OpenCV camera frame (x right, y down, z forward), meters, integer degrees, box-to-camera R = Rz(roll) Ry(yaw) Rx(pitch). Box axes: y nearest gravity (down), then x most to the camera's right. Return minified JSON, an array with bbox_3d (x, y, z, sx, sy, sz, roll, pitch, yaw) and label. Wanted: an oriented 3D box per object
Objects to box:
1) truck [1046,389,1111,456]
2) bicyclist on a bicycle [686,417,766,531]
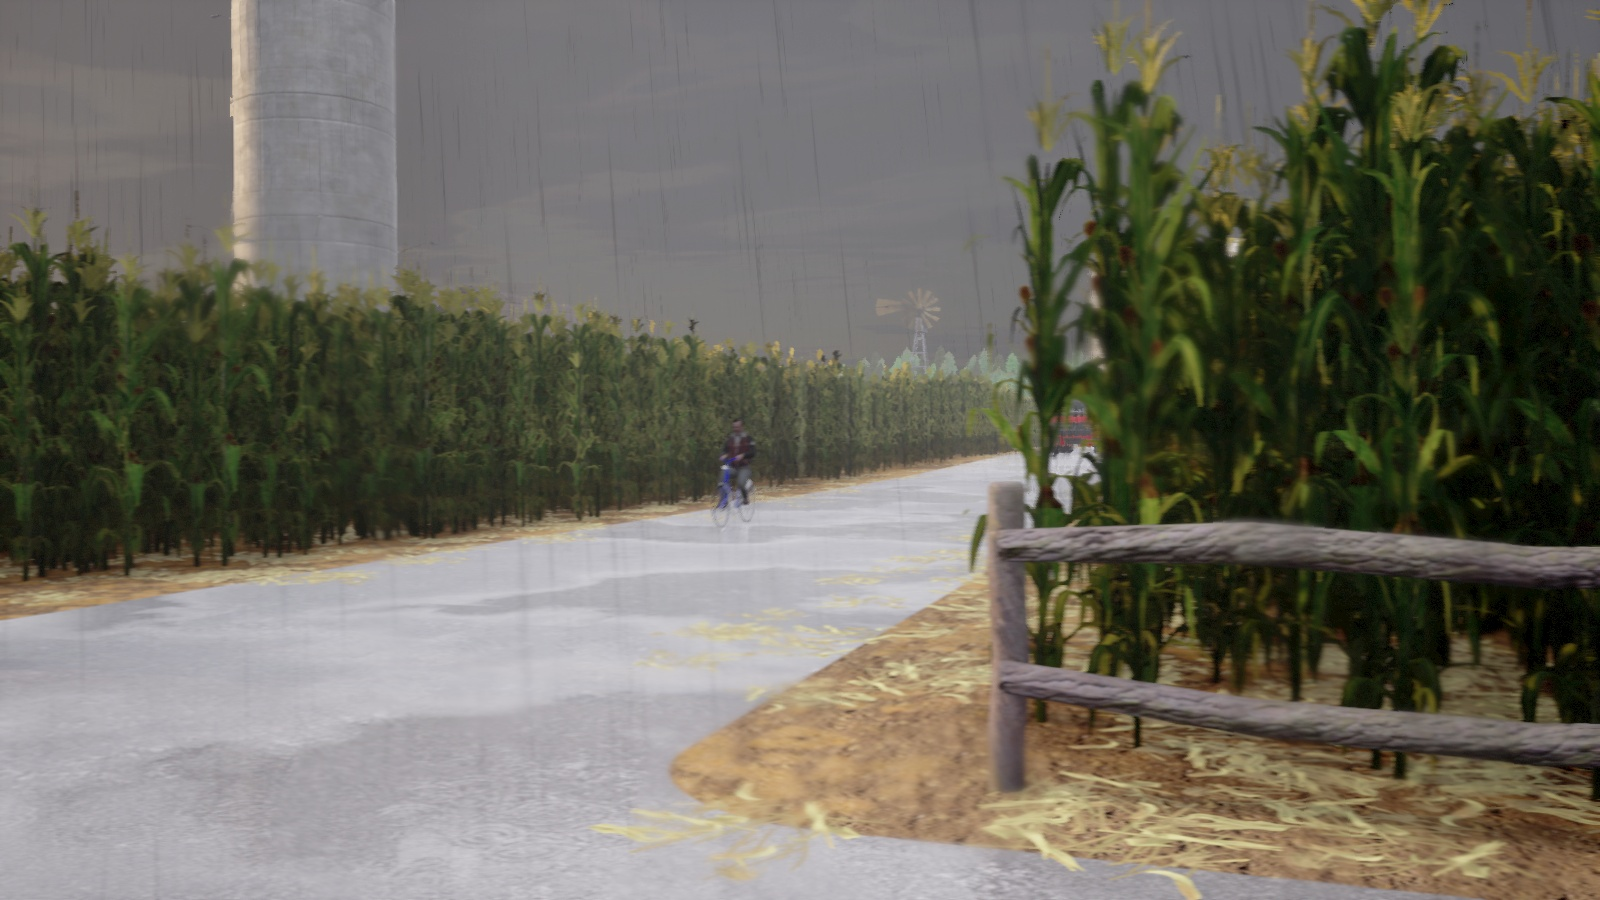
[{"bbox_3d":[15.463,-1.472,69.356,2.891,3.462,7.936,1,1,17],"label":"truck"},{"bbox_3d":[-1.191,0.363,20.585,0.659,1.776,1.843,1,1,19],"label":"bicyclist on a bicycle"}]
